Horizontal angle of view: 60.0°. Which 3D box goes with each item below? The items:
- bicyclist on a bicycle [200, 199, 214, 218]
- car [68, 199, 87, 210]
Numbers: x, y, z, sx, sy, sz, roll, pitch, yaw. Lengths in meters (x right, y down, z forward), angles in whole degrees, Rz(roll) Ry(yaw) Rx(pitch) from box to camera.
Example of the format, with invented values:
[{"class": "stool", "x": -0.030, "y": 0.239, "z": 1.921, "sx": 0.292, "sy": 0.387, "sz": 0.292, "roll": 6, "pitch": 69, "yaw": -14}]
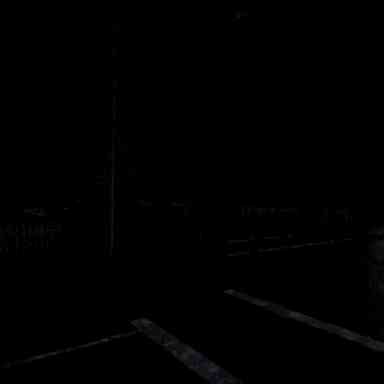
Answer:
[{"class": "bicyclist on a bicycle", "x": 1.304, "y": 1.434, "z": 28.710, "sx": 1.656, "sy": 1.620, "sz": 0.582, "roll": 0, "pitch": 0, "yaw": -36}, {"class": "car", "x": -15.825, "y": 1.633, "z": 46.075, "sx": 1.812, "sy": 1.442, "sz": 4.674, "roll": 0, "pitch": 0, "yaw": -32}]
